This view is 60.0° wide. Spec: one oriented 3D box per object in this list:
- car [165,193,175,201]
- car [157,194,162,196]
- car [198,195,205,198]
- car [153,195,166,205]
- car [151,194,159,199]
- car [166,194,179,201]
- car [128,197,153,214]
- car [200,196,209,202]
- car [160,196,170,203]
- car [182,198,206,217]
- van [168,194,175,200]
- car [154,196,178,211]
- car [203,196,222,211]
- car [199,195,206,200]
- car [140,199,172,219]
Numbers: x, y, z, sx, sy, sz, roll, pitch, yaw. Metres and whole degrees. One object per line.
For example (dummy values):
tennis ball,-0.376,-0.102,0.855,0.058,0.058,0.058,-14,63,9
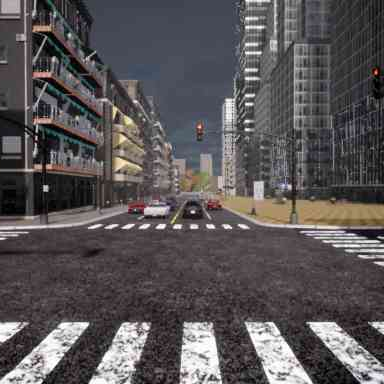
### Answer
car,-5.599,1.322,86.258,2.192,1.841,5.009,-1,0,0
car,-5.640,1.312,52.365,2.192,1.841,5.009,-1,0,0
car,2.724,1.551,63.709,2.008,1.369,4.403,-1,0,0
car,-5.632,1.439,58.013,1.967,1.590,4.097,-1,0,0
car,-5.652,1.436,41.066,1.967,1.590,4.097,-1,0,0
car,-3.028,1.502,49.709,1.837,1.490,4.892,0,0,0
car,-5.658,1.540,35.417,1.887,1.381,4.507,-1,0,0
car,2.738,1.548,75.007,1.887,1.381,4.507,-1,0,0
car,-5.616,1.584,69.311,1.802,1.307,4.206,-1,0,0
car,0.097,1.521,30.566,1.812,1.442,4.674,0,0,0
van,-5.592,1.351,91.906,1.690,1.788,3.998,-1,0,0
car,-3.040,1.560,39.528,1.994,1.385,4.181,0,0,1
car,2.696,1.541,41.113,1.887,1.381,4.507,-1,0,0
car,2.758,1.535,92.125,1.752,1.417,4.829,-1,0,0
car,-3.064,1.597,29.467,1.895,1.301,4.718,0,0,0
